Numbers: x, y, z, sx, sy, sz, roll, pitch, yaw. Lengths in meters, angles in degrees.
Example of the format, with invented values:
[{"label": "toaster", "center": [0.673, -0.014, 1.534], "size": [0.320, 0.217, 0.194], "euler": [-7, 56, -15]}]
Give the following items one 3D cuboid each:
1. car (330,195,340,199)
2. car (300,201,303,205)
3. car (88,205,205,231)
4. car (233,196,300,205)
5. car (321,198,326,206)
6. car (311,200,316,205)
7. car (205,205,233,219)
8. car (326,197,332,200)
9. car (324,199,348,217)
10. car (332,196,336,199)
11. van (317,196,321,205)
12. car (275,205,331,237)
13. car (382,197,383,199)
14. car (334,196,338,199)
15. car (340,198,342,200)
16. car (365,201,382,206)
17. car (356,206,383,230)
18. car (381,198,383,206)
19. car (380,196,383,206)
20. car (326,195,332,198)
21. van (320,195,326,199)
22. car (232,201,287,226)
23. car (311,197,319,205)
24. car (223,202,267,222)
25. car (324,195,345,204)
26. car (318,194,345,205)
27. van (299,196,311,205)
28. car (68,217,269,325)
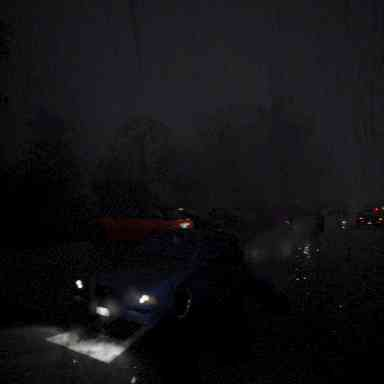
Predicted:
[{"label": "car", "center": [24.962, 1.916, 63.349], "size": [5.008, 1.535, 2.097], "euler": [2, 1, 29]}, {"label": "car", "center": [7.266, 1.819, 31.036], "size": [5.008, 1.535, 2.097], "euler": [2, 0, 29]}, {"label": "car", "center": [-2.138, 1.317, 13.786], "size": [4.553, 1.767, 2.185], "euler": [2, 0, 29]}, {"label": "car", "center": [5.933, 1.517, 28.539], "size": [5.566, 2.045, 2.435], "euler": [2, 0, 29]}, {"label": "car", "center": [15.460, 1.883, 46.017], "size": [4.892, 1.521, 2.231], "euler": [2, 1, 29]}, {"label": "car", "center": [11.368, 1.896, 38.602], "size": [4.792, 1.488, 2.163], "euler": [2, 1, 29]}, {"label": "car", "center": [-0.870, 1.494, 16.166], "size": [5.008, 1.535, 2.097], "euler": [2, 0, 29]}, {"label": "car", "center": [18.114, 1.891, 50.861], "size": [5.008, 1.535, 2.097], "euler": [2, 1, 29]}, {"label": "car", "center": [16.993, 2.013, 38.602], "size": [1.882, 1.535, 5.008], "euler": [2, 1, 29]}, {"label": "car", "center": [20.835, 1.901, 55.809], "size": [5.008, 1.535, 2.097], "euler": [2, 1, 29]}, {"label": "van", "center": [14.011, 1.648, 43.591], "size": [4.442, 1.987, 1.878], "euler": [2, 1, 29]}, {"label": "car", "center": [6.954, 1.790, 20.451], "size": [2.128, 1.511, 4.902], "euler": [2, 0, 29]}, {"label": "car", "center": [41.446, 2.295, 67.296], "size": [5.008, 1.535, 2.097], "euler": [2, 1, 29]}, {"label": "car", "center": [23.575, 1.940, 60.888], "size": [4.792, 1.488, 2.163], "euler": [2, 1, 29]}, {"label": "car", "center": [26.318, 1.921, 65.825], "size": [5.008, 1.535, 2.097], "euler": [2, 1, 29]}, {"label": "car", "center": [25.016, 2.248, 46.291], "size": [1.895, 1.301, 4.718], "euler": [2, 1, 29]}, {"label": "car", "center": [13.975, 2.083, 26.113], "size": [1.812, 1.442, 4.674], "euler": [2, 0, 29]}, {"label": "car", "center": [31.781, 2.255, 50.038], "size": [5.366, 1.575, 1.946], "euler": [2, 1, 29]}, {"label": "car", "center": [44.187, 2.047, 72.240], "size": [5.566, 2.045, 2.435], "euler": [2, 1, 29]}, {"label": "car", "center": [19.451, 1.770, 53.348], "size": [4.553, 1.767, 2.185], "euler": [2, 1, 29]}, {"label": "van", "center": [16.728, 1.658, 48.545], "size": [4.442, 1.987, 1.878], "euler": [2, 1, 29]}, {"label": "car", "center": [4.570, 1.743, 26.060], "size": [4.792, 1.488, 2.163], "euler": [2, 0, 29]}, {"label": "car", "center": [12.723, 1.747, 40.936], "size": [4.553, 1.767, 2.185], "euler": [2, 1, 29]}, {"label": "car", "center": [1.889, 1.607, 21.234], "size": [4.892, 1.521, 2.231], "euler": [2, 0, 29]}, {"label": "car", "center": [34.508, 1.805, 80.666], "size": [4.553, 1.767, 2.185], "euler": [2, 0, 29]}, {"label": "car", "center": [31.705, 1.684, 75.612], "size": [5.566, 2.045, 2.435], "euler": [2, 1, 29]}, {"label": "van", "center": [10.148, 1.640, 36.048], "size": [4.442, 1.987, 1.878], "euler": [2, 1, 29]}, {"label": "car", "center": [-0.105, 1.561, 7.610], "size": [2.033, 1.411, 5.357], "euler": [2, 0, 29]}]
